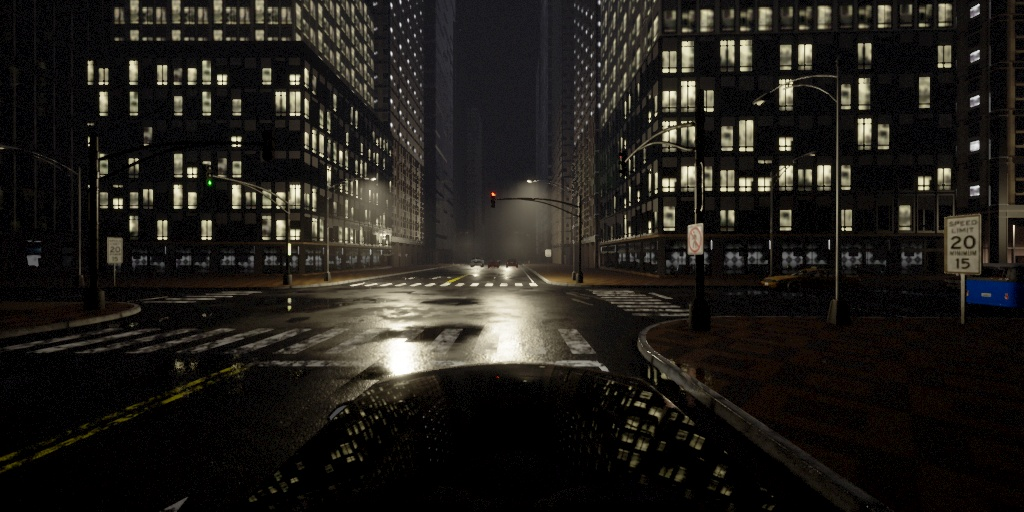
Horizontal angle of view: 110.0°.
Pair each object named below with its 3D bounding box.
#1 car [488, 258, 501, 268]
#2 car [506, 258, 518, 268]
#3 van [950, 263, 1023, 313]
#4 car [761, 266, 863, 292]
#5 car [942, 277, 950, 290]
[{"bbox_3d":[-3.237,1.460,63.203,1.895,1.301,4.718,0,0,0],"label":"car"},{"bbox_3d":[0.013,1.212,63.559,2.097,1.767,4.553,0,0,0],"label":"car"},{"bbox_3d":[18.360,1.119,12.413,3.998,1.789,1.690,0,0,2],"label":"van"},{"bbox_3d":[17.091,1.293,20.585,4.829,1.417,1.751,0,0,2],"label":"car"},{"bbox_3d":[26.926,1.356,20.099,4.207,1.307,1.802,0,0,2],"label":"car"}]
